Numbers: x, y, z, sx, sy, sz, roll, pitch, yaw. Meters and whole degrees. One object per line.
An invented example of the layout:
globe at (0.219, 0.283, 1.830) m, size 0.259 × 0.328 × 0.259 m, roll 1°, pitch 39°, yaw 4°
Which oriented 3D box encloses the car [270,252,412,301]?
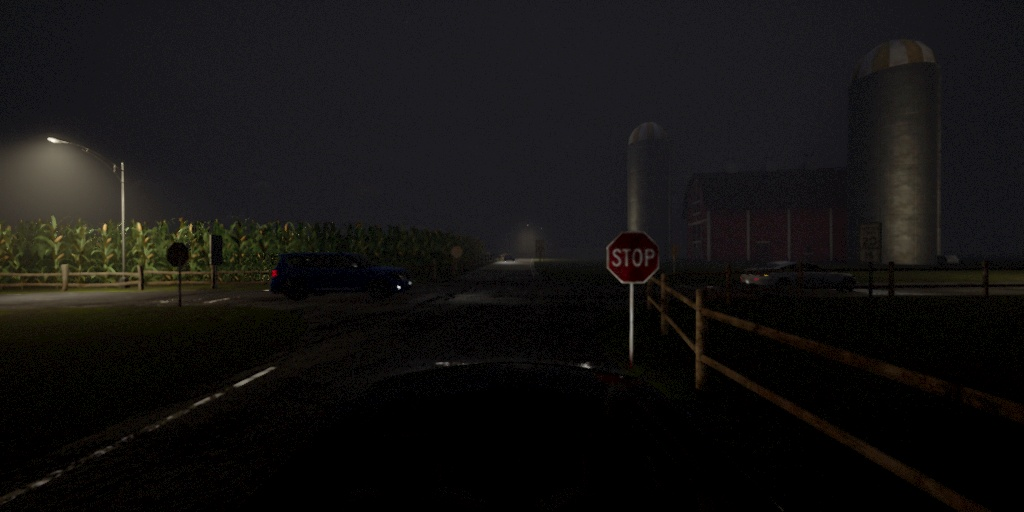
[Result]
car at (-7.235, 0.858, 15.487) m, size 5.566 × 2.045 × 2.150 m, roll -1°, pitch 0°, yaw -4°

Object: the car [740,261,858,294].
car at (13.075, 0.935, 16.482) m, size 4.674 × 1.442 × 1.812 m, roll 0°, pitch 0°, yaw -2°
